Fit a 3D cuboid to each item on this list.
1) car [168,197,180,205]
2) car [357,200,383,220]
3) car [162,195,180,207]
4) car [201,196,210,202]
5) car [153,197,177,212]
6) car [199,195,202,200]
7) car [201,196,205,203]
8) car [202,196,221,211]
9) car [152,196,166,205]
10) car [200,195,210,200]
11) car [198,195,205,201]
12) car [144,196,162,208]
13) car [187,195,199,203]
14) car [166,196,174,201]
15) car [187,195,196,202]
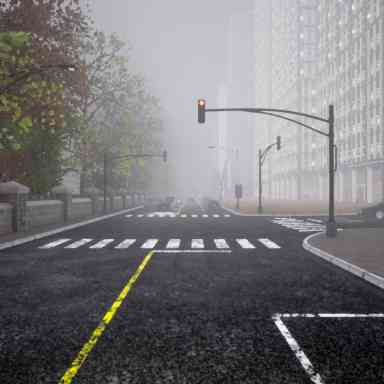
[{"bbox_3d":[-3.121,1.564,59.056,1.812,1.442,4.674,0,0,0],"label":"car"},{"bbox_3d":[14.933,1.239,24.786,4.892,1.490,1.837,-1,0,0],"label":"car"},{"bbox_3d":[-3.135,1.379,48.781,2.097,1.767,4.553,0,0,0],"label":"car"},{"bbox_3d":[3.085,1.590,76.875,1.812,1.442,4.674,0,0,0],"label":"car"},{"bbox_3d":[-3.131,1.583,39.228,1.994,1.385,4.181,0,0,0],"label":"car"},{"bbox_3d":[3.055,1.406,69.845,2.097,1.767,4.553,0,0,0],"label":"car"},{"bbox_3d":[2.652,1.592,47.195,1.947,1.339,4.313,0,0,0],"label":"car"},{"bbox_3d":[2.656,1.587,41.563,1.947,1.339,4.313,0,0,0],"label":"car"},{"bbox_3d":[-5.737,1.478,58.454,1.967,1.590,4.097,0,0,0],"label":"car"},{"bbox_3d":[2.647,1.597,52.828,1.947,1.339,4.313,0,0,0],"label":"car"},{"bbox_3d":[2.614,1.642,92.254,2.008,1.369,4.403,0,0,0],"label":"car"},{"bbox_3d":[-5.729,1.608,47.188,1.802,1.307,4.206,0,0,0],"label":"car"},{"bbox_3d":[-0.059,1.578,69.263,1.812,1.442,4.674,0,0,0],"label":"car"},{"bbox_3d":[-5.762,1.626,86.615,1.887,1.381,4.507,0,0,0],"label":"car"},{"bbox_3d":[-0.066,1.482,78.847,2.033,1.411,5.357,0,0,0],"label":"car"}]
